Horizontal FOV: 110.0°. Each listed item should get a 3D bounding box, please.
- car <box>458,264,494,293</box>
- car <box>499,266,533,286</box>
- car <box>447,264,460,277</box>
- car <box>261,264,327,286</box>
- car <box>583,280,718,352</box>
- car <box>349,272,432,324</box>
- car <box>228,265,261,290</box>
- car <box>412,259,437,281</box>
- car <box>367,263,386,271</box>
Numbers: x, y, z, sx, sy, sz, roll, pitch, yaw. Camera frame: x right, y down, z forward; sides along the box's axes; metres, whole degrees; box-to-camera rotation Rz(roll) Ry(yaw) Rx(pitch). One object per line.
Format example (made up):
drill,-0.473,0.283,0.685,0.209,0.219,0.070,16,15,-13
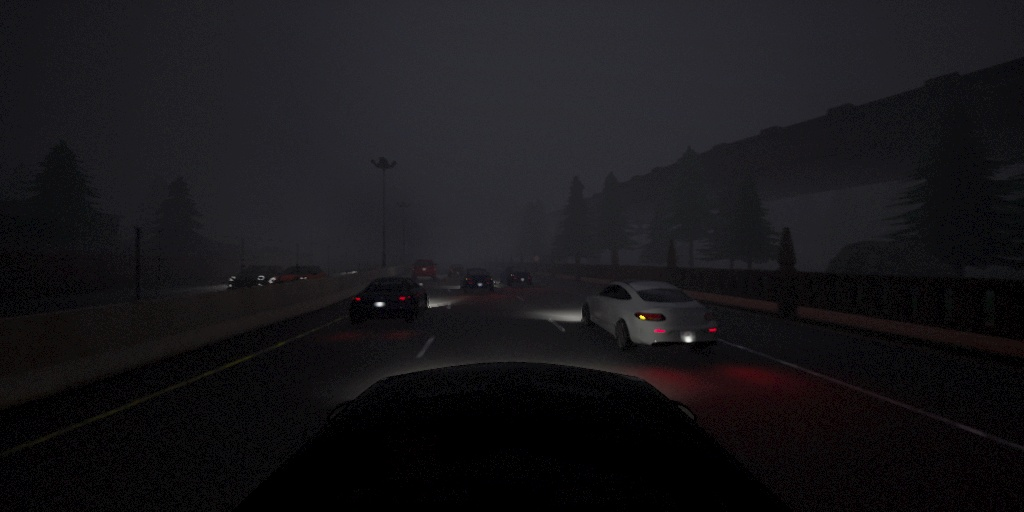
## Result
car,-2.277,1.477,22.827,1.812,1.442,4.674,0,0,-11
car,0.270,1.506,27.769,1.812,1.442,4.674,0,0,-12
car,-6.426,1.667,41.312,1.812,1.442,4.674,0,0,-13
car,-12.913,1.358,21.875,2.097,1.767,4.553,0,0,-12
car,3.159,1.322,9.012,1.812,1.442,4.674,0,0,-3
car,-4.194,1.437,12.760,1.994,1.385,4.181,0,-1,-6
car,-17.015,1.403,24.287,2.097,1.767,4.553,0,0,-13
car,-8.513,1.320,34.913,2.150,2.045,5.566,0,0,-13
car,-20.582,1.828,55.233,1.882,1.535,5.008,0,1,-13
